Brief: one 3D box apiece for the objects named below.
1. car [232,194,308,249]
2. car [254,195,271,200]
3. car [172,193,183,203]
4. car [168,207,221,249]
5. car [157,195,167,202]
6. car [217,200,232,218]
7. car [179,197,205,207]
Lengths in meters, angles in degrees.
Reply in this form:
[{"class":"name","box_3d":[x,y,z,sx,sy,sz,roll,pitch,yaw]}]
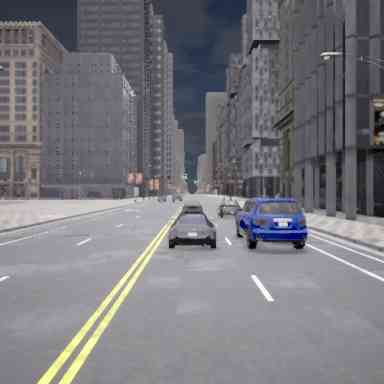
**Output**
[{"class":"car","box_3d":[3.272,1.256,14.636,2.150,2.045,5.566,0,0,0]},{"class":"car","box_3d":[19.270,1.510,91.063,4.403,1.369,2.008,0,0,0]},{"class":"car","box_3d":[-3.138,1.187,71.599,2.150,2.045,5.566,0,0,0]},{"class":"car","box_3d":[0.022,1.571,14.611,1.994,1.385,4.181,0,0,0]},{"class":"car","box_3d":[-6.388,1.462,71.635,1.837,1.490,4.892,0,0,0]},{"class":"car","box_3d":[3.295,1.494,29.605,2.128,1.511,4.902,0,0,0]},{"class":"car","box_3d":[0.045,1.516,29.611,1.837,1.490,4.892,0,0,0]}]
